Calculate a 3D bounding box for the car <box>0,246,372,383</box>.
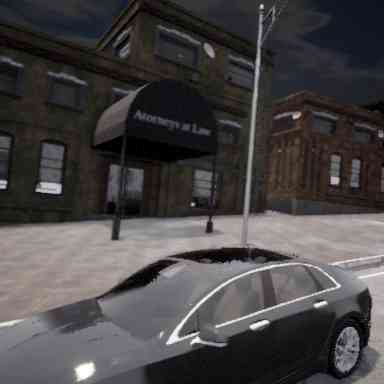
[{"bbox_3d":[0.224,1.506,3.994,4.892,1.490,1.837,0,0,-34],"label":"car"}]
